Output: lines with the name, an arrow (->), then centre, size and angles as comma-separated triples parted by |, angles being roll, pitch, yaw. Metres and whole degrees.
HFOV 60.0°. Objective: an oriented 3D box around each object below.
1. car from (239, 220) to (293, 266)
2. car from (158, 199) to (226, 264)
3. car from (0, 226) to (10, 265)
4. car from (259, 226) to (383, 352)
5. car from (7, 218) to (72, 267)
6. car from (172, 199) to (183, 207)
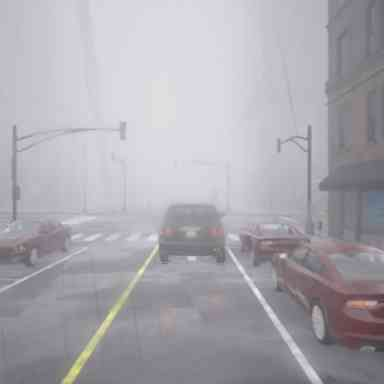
car -> 2.754, 1.661, 11.866 | 1.887, 1.381, 4.507 | -1, -1, 0
car -> 0.087, 1.348, 12.547 | 2.150, 2.045, 5.566 | 0, 0, 2
car -> -5.772, 1.614, 6.362 | 2.008, 1.369, 4.403 | -1, -1, 0
car -> 2.753, 1.608, 6.361 | 1.887, 1.381, 4.507 | -1, -1, 0
car -> -5.771, 1.661, 11.867 | 1.887, 1.381, 4.507 | -1, -1, 0
car -> -2.928, 2.213, 68.908 | 2.033, 1.411, 5.357 | 0, -1, 0
